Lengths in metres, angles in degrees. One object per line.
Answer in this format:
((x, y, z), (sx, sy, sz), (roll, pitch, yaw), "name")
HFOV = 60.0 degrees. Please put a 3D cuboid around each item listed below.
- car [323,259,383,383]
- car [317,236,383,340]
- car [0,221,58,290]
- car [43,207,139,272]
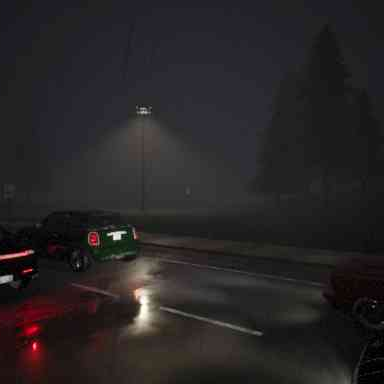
((3.254, 1.351, 1.666), (4.553, 1.767, 2.097), (0, 0, 36), "car")
((4.582, 1.601, 5.020), (4.718, 1.301, 1.895), (0, 0, 36), "car")
((-5.611, 1.491, 7.893), (4.902, 1.511, 2.128), (0, 0, 36), "car")
((-3.925, 1.352, 10.992), (4.553, 1.767, 2.097), (0, 0, 36), "car")
